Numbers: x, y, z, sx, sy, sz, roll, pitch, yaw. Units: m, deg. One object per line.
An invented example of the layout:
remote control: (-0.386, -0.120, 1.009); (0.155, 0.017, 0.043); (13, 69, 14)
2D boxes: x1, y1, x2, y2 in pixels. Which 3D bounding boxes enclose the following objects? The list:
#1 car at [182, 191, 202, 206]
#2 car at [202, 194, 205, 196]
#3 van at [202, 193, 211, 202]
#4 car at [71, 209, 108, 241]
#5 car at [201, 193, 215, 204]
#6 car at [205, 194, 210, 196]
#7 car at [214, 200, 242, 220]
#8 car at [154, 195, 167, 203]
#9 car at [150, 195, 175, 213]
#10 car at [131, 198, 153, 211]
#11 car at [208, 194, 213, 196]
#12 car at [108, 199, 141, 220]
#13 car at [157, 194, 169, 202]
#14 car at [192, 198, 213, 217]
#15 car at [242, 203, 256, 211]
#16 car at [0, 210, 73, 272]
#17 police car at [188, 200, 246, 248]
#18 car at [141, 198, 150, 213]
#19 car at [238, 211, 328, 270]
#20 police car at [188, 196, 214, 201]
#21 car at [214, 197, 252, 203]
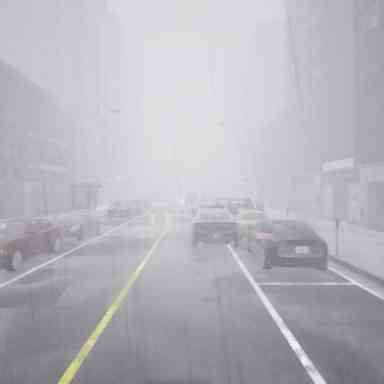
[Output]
car: (-0.008, 1.024, 51.137); (2.150, 2.045, 5.566); (0, 0, 0)
car: (2.851, 1.360, 49.353); (2.008, 1.369, 4.403); (0, 0, 0)
van: (2.849, 1.086, 65.923); (1.690, 1.788, 3.998); (0, 0, 0)
car: (-5.671, 1.520, 16.192); (1.802, 1.307, 4.206); (0, 0, 0)
car: (2.850, 1.082, 60.399); (2.192, 1.841, 5.009); (0, 0, 0)
car: (2.852, 1.292, 38.305); (1.967, 1.590, 4.097); (0, 0, 0)
car: (2.854, 1.420, 27.429); (1.752, 1.417, 4.829); (0, 0, 0)
car: (-5.676, 1.332, 60.392); (1.947, 1.339, 4.313); (0, 0, 0)
car: (-3.103, 1.393, 34.499); (1.812, 1.442, 4.674); (0, 0, 0)
car: (-5.673, 1.418, 38.292); (1.947, 1.339, 4.313); (0, 0, 0)
car: (2.853, 1.314, 32.782); (1.967, 1.590, 4.097); (0, 0, 0)
car: (-5.672, 1.440, 27.242); (1.887, 1.381, 4.507); (0, 0, 0)
car: (-5.677, 1.185, 65.917); (1.967, 1.590, 4.097); (0, 0, 0)
car: (0.895, 1.388, 30.591); (1.837, 1.490, 4.892); (0, 0, 0)
car: (2.856, 1.463, 16.381); (1.752, 1.417, 4.829); (0, 0, 0)
car: (-5.669, 1.504, 10.667); (1.887, 1.381, 4.507); (0, 0, 0)
police car: (0.897, 1.370, 14.701); (1.930, 1.638, 5.238); (0, 0, 0)
car: (-5.673, 1.440, 32.767); (1.947, 1.339, 4.313); (0, 0, 0)
car: (2.856, 1.525, 10.688); (1.947, 1.339, 4.313); (0, 0, 0)
police car: (0.896, 1.331, 24.700); (1.930, 1.638, 5.238); (0, 0, 0)
car: (2.855, 1.232, 21.734); (2.192, 1.841, 5.009); (0, 0, 0)
